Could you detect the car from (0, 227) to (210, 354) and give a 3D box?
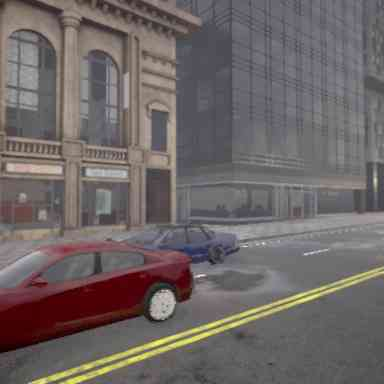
[{"bbox_3d":[-2.253,1.670,5.973,5.008,1.535,1.882,0,-2,-38],"label":"car"}]

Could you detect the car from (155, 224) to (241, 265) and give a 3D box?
[{"bbox_3d":[-0.701,1.842,11.355,5.357,1.411,2.033,0,-2,-38],"label":"car"}]
